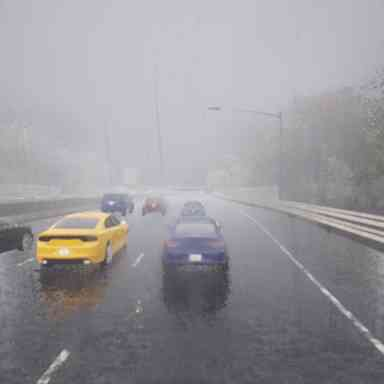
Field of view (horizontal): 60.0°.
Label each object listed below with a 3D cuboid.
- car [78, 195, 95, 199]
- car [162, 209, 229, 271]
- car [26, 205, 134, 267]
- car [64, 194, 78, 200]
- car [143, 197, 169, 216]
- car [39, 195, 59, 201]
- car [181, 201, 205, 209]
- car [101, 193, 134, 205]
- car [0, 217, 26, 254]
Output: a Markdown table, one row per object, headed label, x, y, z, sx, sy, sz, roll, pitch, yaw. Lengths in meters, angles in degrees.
| label | x | y | z | sx | sy | sz | roll | pitch | yaw |
| --- | --- | --- | --- | --- | --- | --- | --- | --- | --- |
| car | -20.999 | 1.312 | 67.928 | 1.812 | 1.442 | 4.674 | 0 | 0 | 0 |
| car | 0.095 | 1.487 | 10.657 | 1.812 | 1.442 | 4.674 | 0 | 0 | 0 |
| car | -3.405 | 1.436 | 11.331 | 1.882 | 1.535 | 5.008 | 0 | 0 | 0 |
| car | -24.499 | 1.265 | 67.928 | 1.882 | 1.535 | 5.008 | 0 | 0 | 0 |
| car | -3.402 | 1.247 | 31.748 | 2.097 | 1.767 | 4.553 | 0 | 0 | 0 |
| car | -27.999 | 1.350 | 65.289 | 2.033 | 1.411 | 5.357 | 0 | 0 | 0 |
| car | 0.098 | 1.457 | 26.735 | 2.033 | 1.411 | 5.357 | 0 | 0 | 0 |
| car | -6.899 | 1.118 | 31.127 | 2.150 | 2.045 | 5.566 | 0 | 0 | 0 |
| car | -6.905 | 1.453 | 10.635 | 2.128 | 1.511 | 4.902 | 0 | 0 | 0 |
